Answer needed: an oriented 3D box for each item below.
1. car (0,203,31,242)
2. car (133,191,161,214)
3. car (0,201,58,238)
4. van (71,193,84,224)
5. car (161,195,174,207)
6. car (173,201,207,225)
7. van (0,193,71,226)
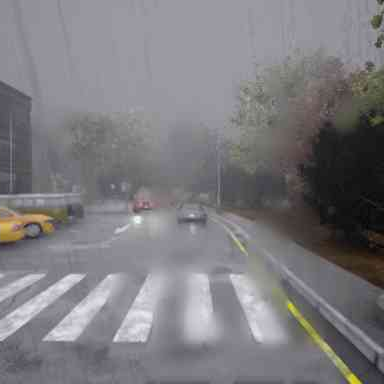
[{"bbox_3d":[-9.399,1.445,12.803,5.366,1.575,1.946,-1,1,-20],"label":"car"},{"bbox_3d":[-4.200,0.909,31.180,2.150,2.045,5.566,0,1,-6],"label":"car"},{"bbox_3d":[-9.265,1.407,15.871,5.008,1.535,2.097,-1,0,-21],"label":"car"},{"bbox_3d":[-9.439,1.091,21.815,4.442,1.987,1.878,-1,1,-21],"label":"van"},{"bbox_3d":[-3.675,1.103,40.909,1.994,1.385,4.181,0,1,-22],"label":"car"},{"bbox_3d":[-0.087,1.390,22.377,1.994,1.385,4.181,0,1,-2],"label":"car"},{"bbox_3d":[-9.404,1.137,18.814,4.442,1.987,1.878,-1,1,-21],"label":"van"}]
